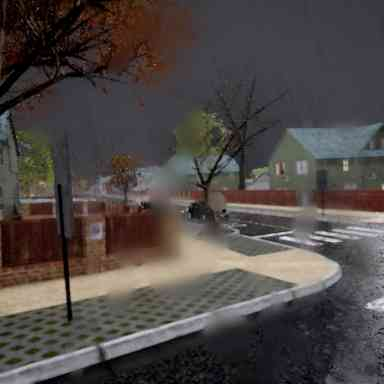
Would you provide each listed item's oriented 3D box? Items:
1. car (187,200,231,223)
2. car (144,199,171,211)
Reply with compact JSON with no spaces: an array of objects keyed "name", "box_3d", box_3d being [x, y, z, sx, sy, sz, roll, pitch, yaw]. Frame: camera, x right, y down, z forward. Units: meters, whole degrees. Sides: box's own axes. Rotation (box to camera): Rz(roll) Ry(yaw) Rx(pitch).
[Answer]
[{"name":"car","box_3d":[1.109,1.402,24.792,1.837,1.490,4.892,-4,2,-22]},{"name":"car","box_3d":[-3.890,1.439,37.225,1.895,1.301,4.718,-4,2,-22]}]
